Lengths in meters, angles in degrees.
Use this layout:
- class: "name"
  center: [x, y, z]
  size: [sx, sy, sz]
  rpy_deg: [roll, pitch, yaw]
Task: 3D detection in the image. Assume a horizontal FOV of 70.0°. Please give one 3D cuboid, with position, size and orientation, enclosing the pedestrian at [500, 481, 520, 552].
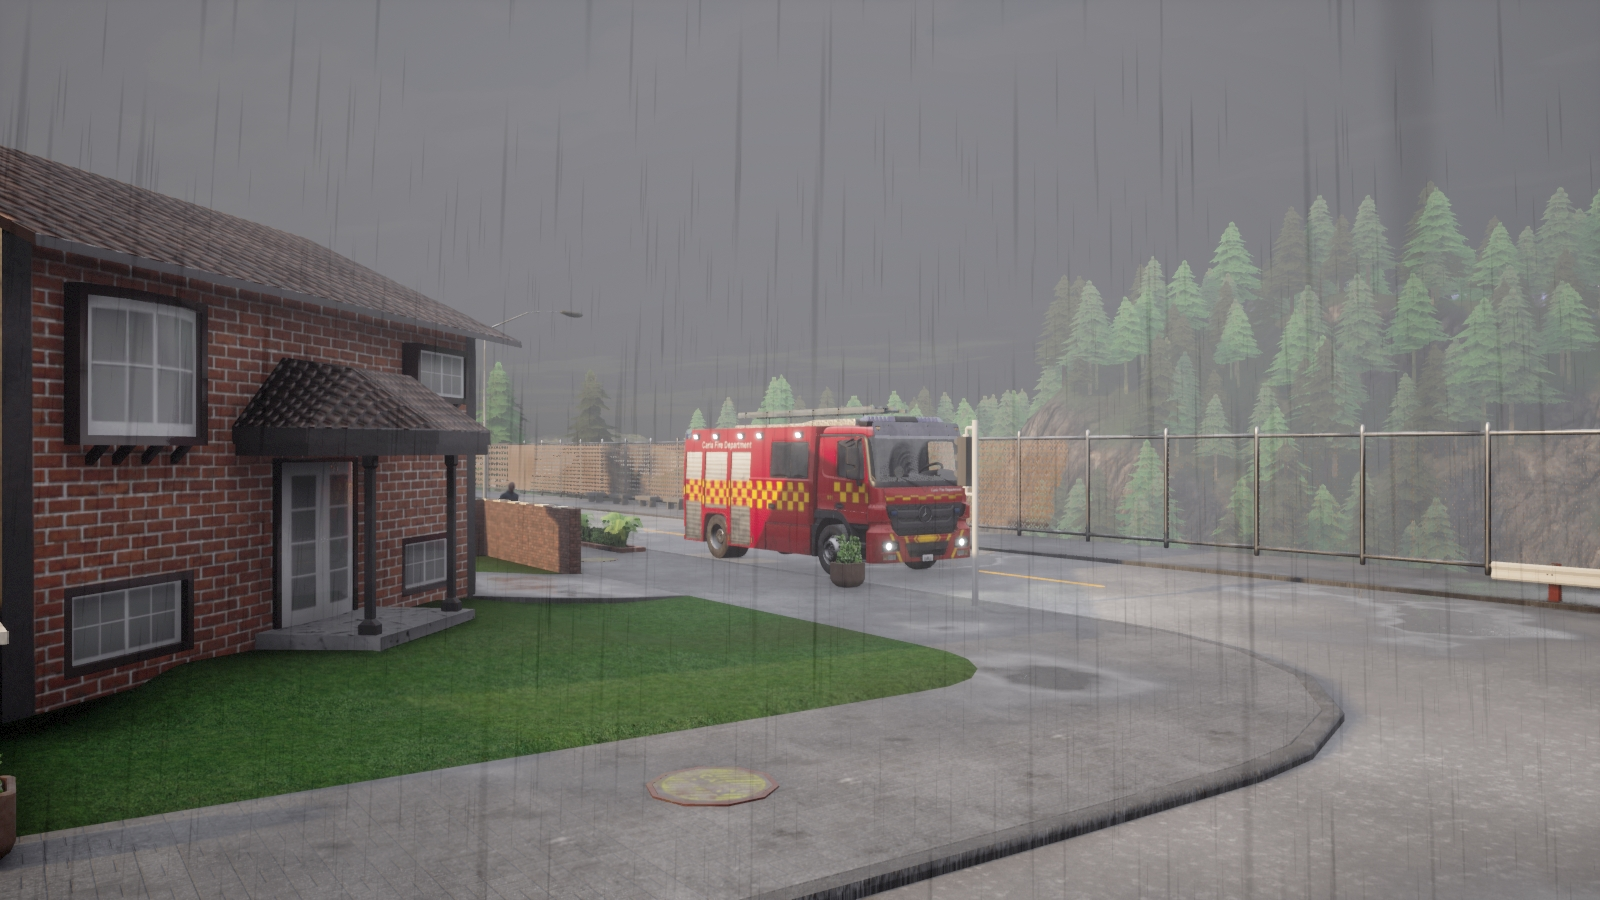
- class: "pedestrian"
  center: [-7.686, 1.745, 30.272]
  size: [0.375, 1.860, 0.375]
  rpy_deg: [0, 0, -37]

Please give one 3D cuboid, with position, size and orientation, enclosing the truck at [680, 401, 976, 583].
- class: "truck"
  center: [0.353, 0.890, 28.322]
  size: [2.891, 3.827, 8.468]
  rpy_deg: [0, 0, -35]
